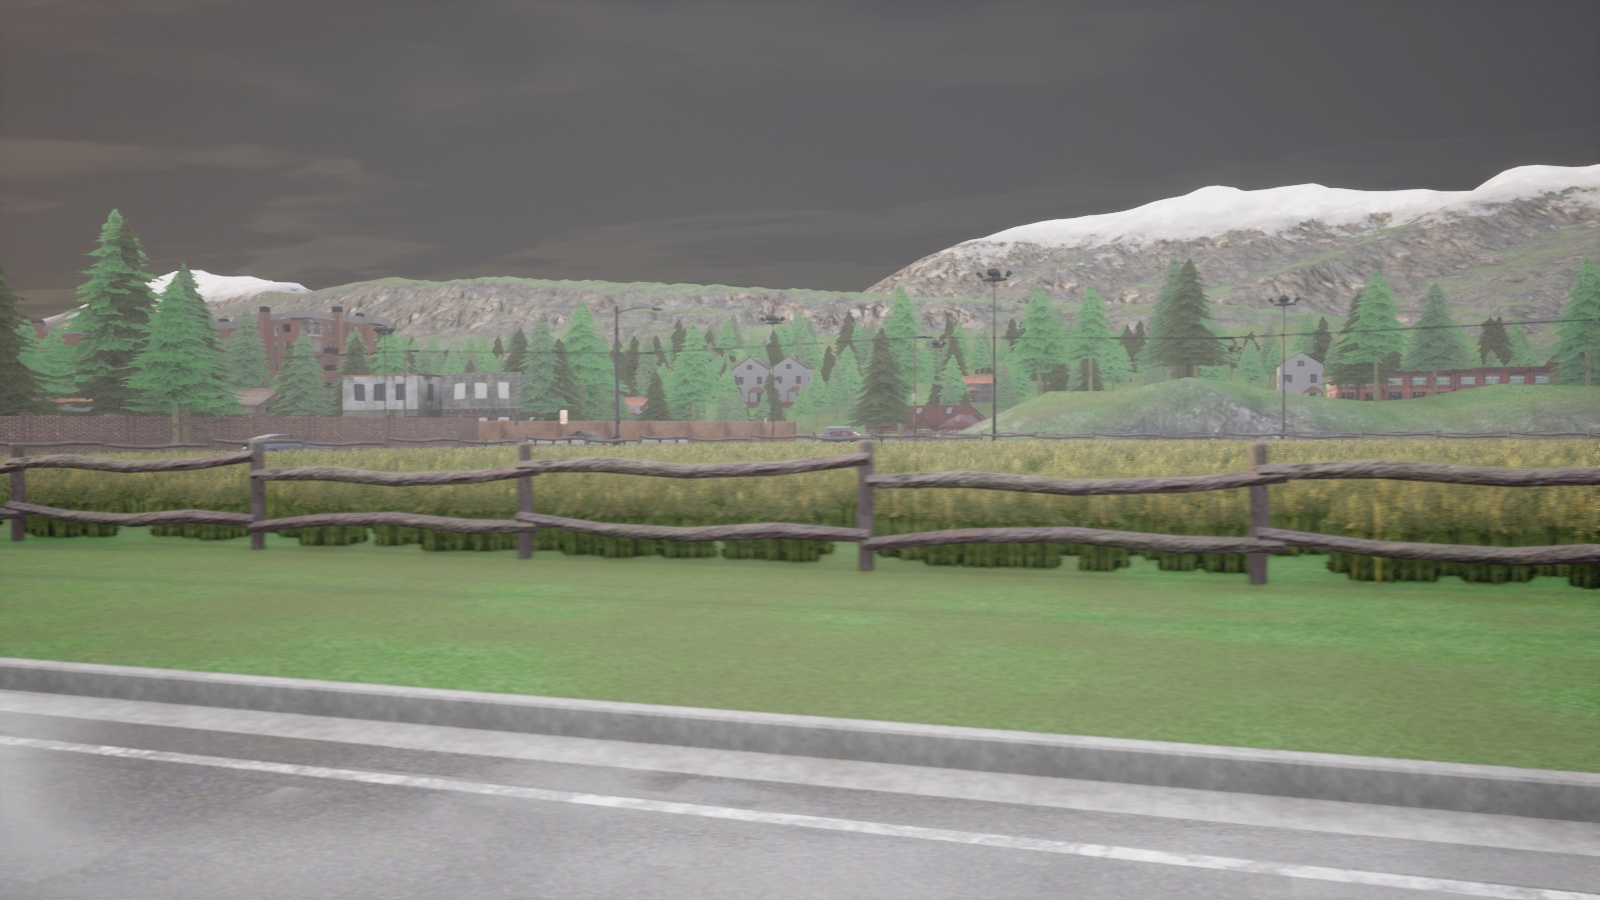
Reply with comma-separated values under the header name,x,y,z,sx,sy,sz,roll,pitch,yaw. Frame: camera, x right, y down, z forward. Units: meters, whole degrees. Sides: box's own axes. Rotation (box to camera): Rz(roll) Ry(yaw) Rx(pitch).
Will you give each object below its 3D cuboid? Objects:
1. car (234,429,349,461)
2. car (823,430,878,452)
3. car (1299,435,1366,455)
name,x,y,z,sx,sy,sz,roll,pitch,yaw
car,-25.101,-0.263,62.131,2.163,1.488,4.792,1,1,42
car,3.705,-0.663,92.543,3.705,1.549,1.789,0,1,18
car,37.552,-0.389,88.701,4.181,1.385,1.994,1,1,18
